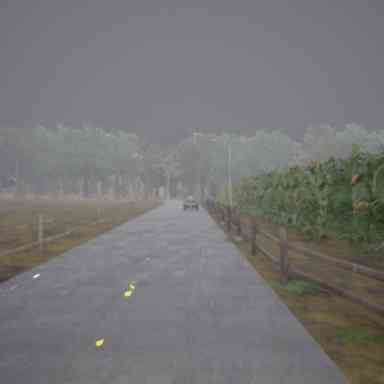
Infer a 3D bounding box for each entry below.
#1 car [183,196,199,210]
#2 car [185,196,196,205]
[{"bbox_3d":[-0.160,1.456,41.344,2.128,1.511,4.902,0,0,-1],"label":"car"},{"bbox_3d":[-0.293,1.467,57.476,1.837,1.490,4.892,0,0,0],"label":"car"}]
